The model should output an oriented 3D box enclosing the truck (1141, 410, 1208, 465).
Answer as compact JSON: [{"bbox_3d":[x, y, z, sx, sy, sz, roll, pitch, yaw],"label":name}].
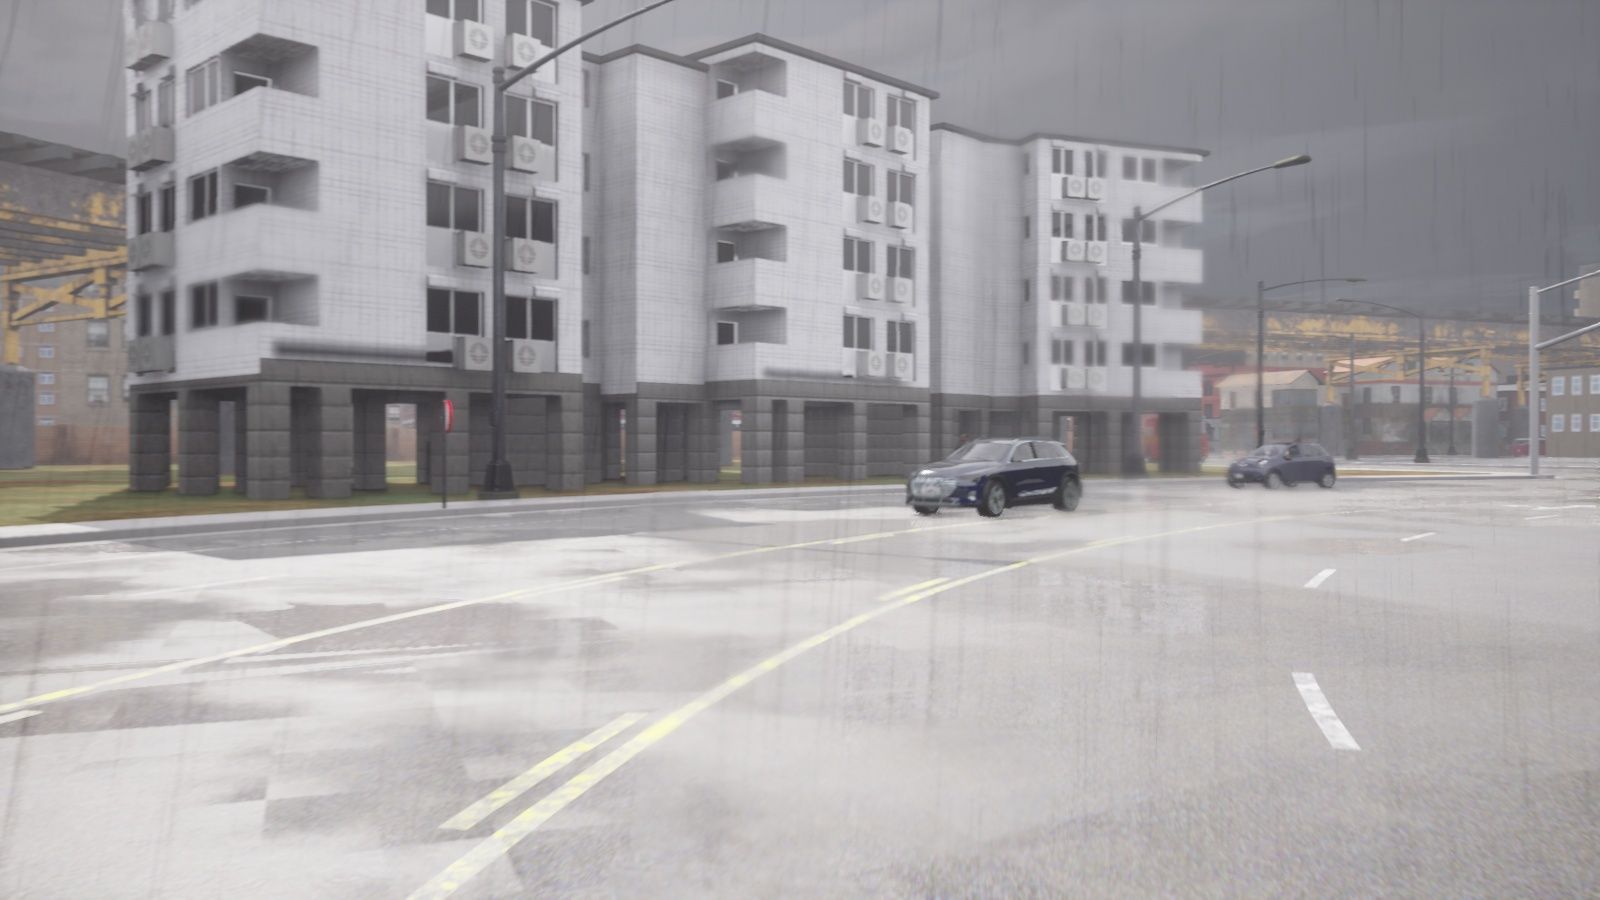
[{"bbox_3d":[27.139,-0.879,91.345,2.891,3.827,8.468,0,0,4],"label":"truck"}]

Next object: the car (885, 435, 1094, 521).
[{"bbox_3d":[4.123,0.534,26.680,2.033,1.649,4.856,0,0,42],"label":"car"}]

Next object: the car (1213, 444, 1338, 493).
[{"bbox_3d":[15.270,0.564,40.341,3.633,1.501,1.845,0,0,-29],"label":"car"}]
